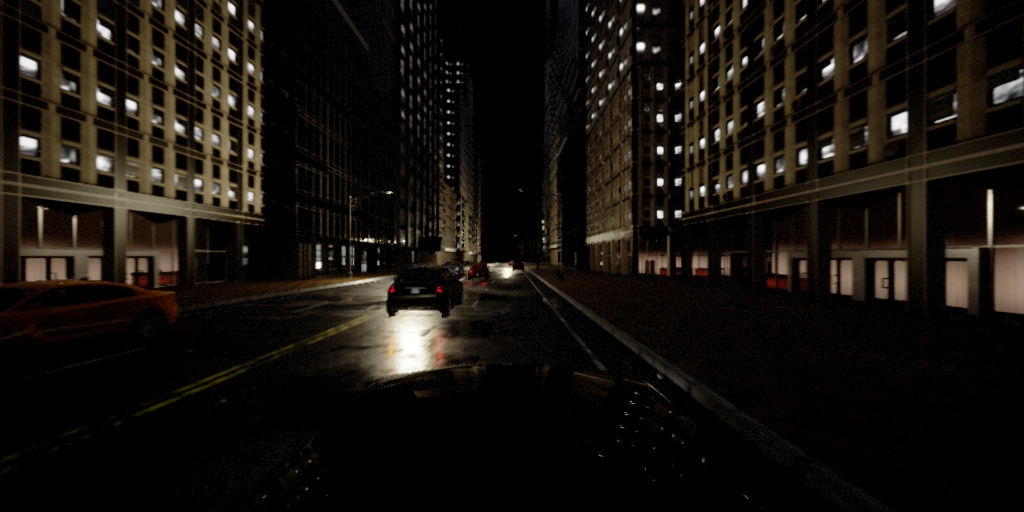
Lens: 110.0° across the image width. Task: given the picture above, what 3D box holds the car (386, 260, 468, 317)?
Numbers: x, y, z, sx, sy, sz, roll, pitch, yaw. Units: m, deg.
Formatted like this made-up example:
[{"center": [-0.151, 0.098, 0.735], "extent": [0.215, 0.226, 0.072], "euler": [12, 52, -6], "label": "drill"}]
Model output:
[{"center": [-3.144, 1.178, 13.789], "extent": [2.097, 1.767, 4.553], "euler": [0, 0, 0], "label": "car"}]

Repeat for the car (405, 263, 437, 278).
[{"center": [-9.810, 1.500, 39.055], "extent": [2.128, 1.511, 4.902], "euler": [0, 0, 0], "label": "car"}]

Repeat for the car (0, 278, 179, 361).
[{"center": [-9.798, 1.264, 7.365], "extent": [1.882, 1.535, 5.008], "euler": [0, 0, 1], "label": "car"}]

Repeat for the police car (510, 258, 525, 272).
[{"center": [1.006, 1.578, 56.430], "extent": [1.930, 1.638, 5.238], "euler": [0, -1, 0], "label": "police car"}]

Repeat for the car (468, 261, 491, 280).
[{"center": [-3.136, 1.502, 34.777], "extent": [1.812, 1.442, 4.674], "euler": [0, 0, 0], "label": "car"}]
